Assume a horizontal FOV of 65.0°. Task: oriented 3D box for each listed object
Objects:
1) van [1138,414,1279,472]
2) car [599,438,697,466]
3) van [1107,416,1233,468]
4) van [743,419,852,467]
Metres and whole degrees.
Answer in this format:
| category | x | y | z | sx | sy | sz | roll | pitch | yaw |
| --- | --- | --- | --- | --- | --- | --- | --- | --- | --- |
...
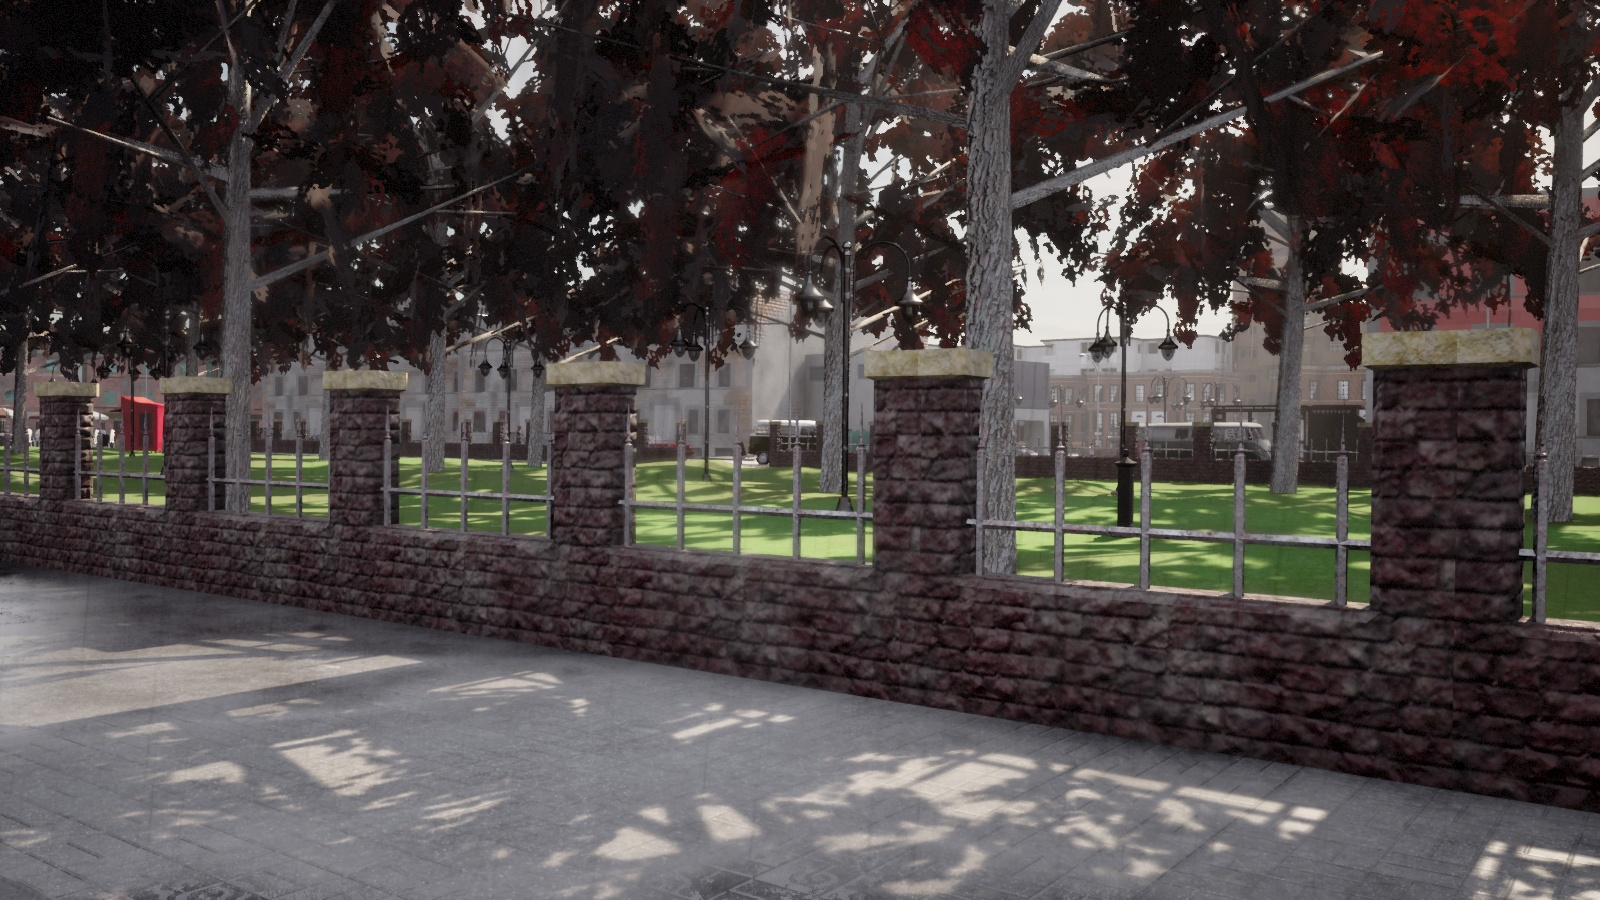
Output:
| category | x | y | z | sx | sy | sz | roll | pitch | yaw |
| --- | --- | --- | --- | --- | --- | --- | --- | --- | --- |
| van | 14.553 | -0.260 | 44.835 | 4.442 | 1.987 | 1.775 | 0 | 1 | 36 |
| car | -7.422 | 0.066 | 61.052 | 4.718 | 1.301 | 1.895 | 0 | 1 | 36 |
| van | 14.616 | -0.328 | 49.758 | 4.442 | 1.987 | 1.775 | 0 | 1 | 36 |
| van | -0.146 | -0.303 | 55.680 | 4.480 | 2.038 | 2.069 | 0 | 1 | 37 |
